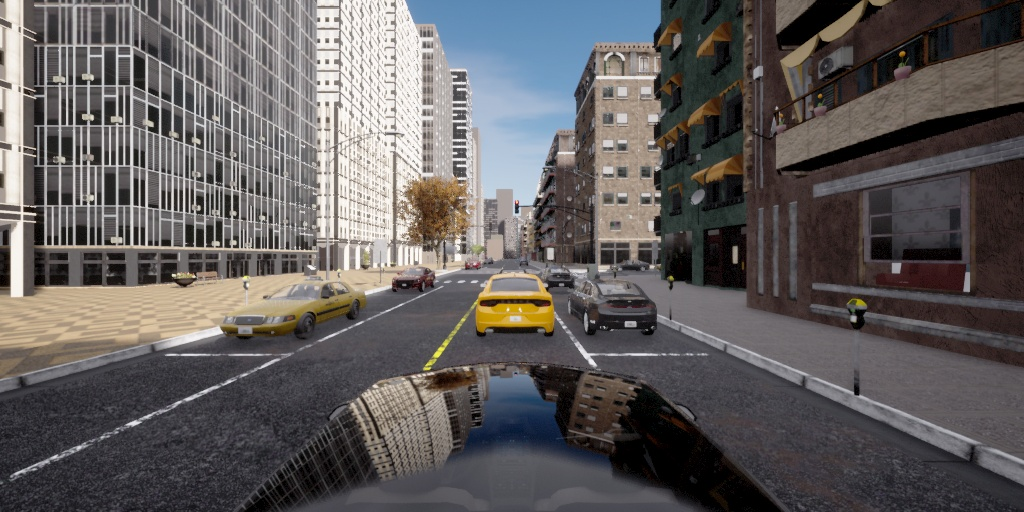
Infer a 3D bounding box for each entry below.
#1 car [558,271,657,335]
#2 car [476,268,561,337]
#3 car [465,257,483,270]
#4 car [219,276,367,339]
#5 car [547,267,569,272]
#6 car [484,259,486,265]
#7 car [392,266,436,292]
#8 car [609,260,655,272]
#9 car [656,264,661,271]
[{"bbox_3d":[2.669,1.301,10.268,2.007,1.370,4.403,0,0,0],"label":"car"},{"bbox_3d":[0.069,1.228,10.360,1.882,1.535,5.008,0,0,0],"label":"car"},{"bbox_3d":[-5.810,1.099,53.702,2.192,1.841,5.009,0,0,0],"label":"car"},{"bbox_3d":[-5.710,1.276,10.079,1.751,1.417,4.829,0,0,0],"label":"car"},{"bbox_3d":[2.644,1.305,21.333,2.007,1.370,4.403,0,0,0],"label":"car"},{"bbox_3d":[-5.823,1.357,59.225,1.948,1.339,4.313,0,0,0],"label":"car"},{"bbox_3d":[-5.736,1.300,21.314,1.888,1.381,4.507,0,0,0],"label":"car"},{"bbox_3d":[13.346,1.109,40.774,4.403,1.370,2.007,0,0,-1],"label":"car"},{"bbox_3d":[18.743,1.006,40.841,4.829,1.417,1.751,0,0,-1],"label":"car"}]
